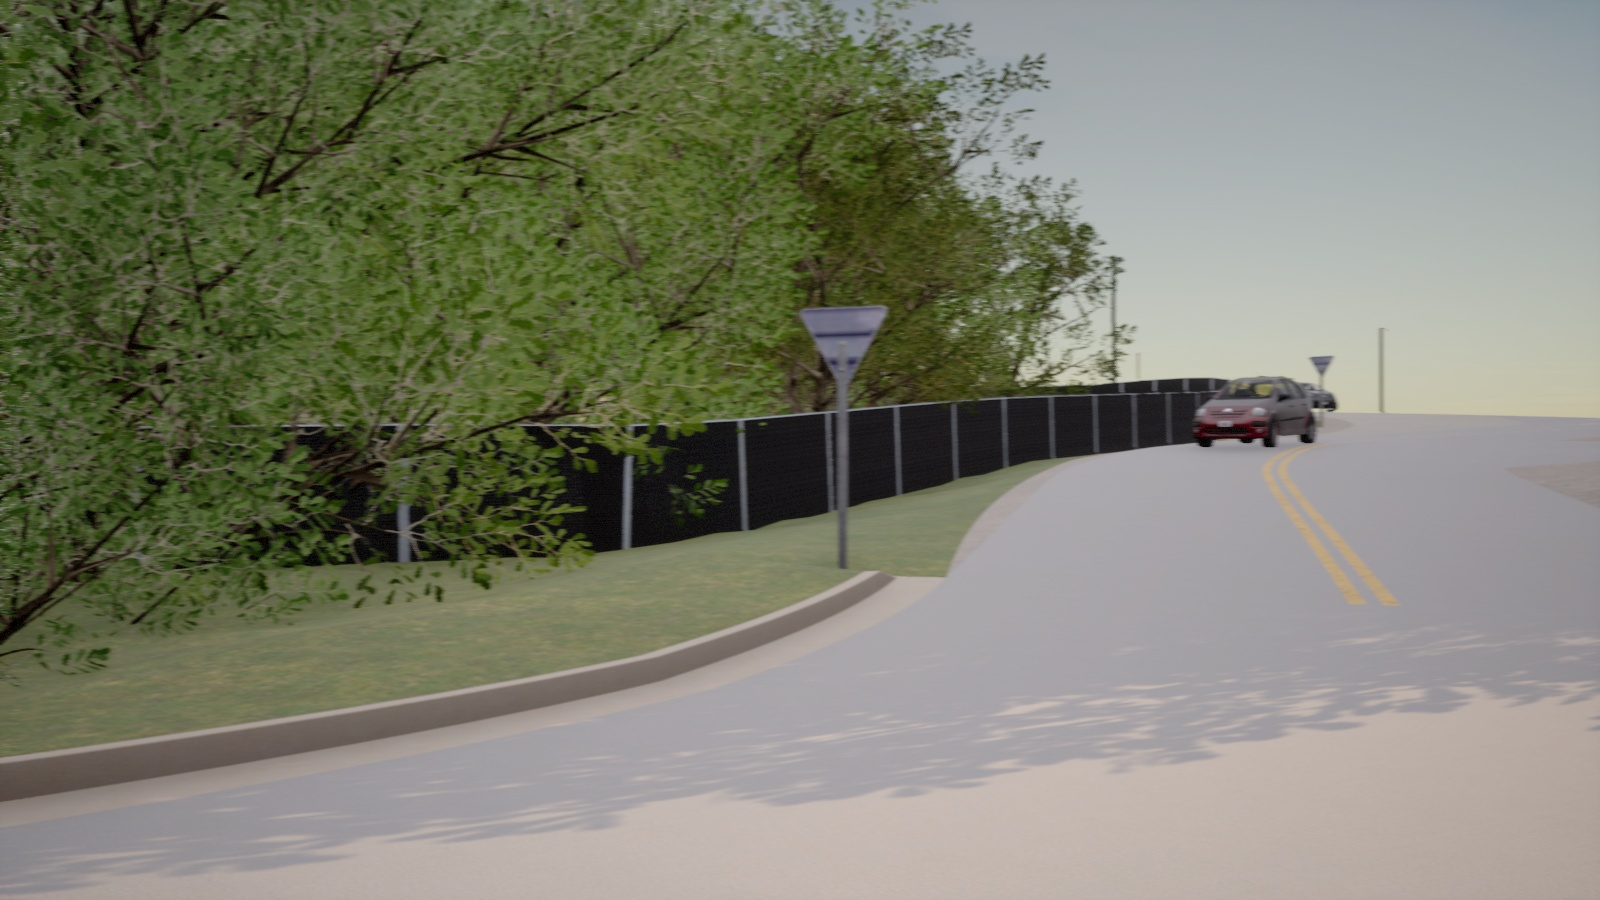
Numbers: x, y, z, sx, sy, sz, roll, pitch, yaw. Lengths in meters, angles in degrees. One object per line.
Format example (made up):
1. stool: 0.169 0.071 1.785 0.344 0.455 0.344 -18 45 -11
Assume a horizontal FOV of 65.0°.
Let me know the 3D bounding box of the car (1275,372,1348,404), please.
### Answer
1. car: 25.646 -3.090 63.039 1.845 1.501 3.633 0 2 -7

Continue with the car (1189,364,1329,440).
1. car: 10.751 -1.138 29.259 1.851 1.617 3.988 -1 2 39
